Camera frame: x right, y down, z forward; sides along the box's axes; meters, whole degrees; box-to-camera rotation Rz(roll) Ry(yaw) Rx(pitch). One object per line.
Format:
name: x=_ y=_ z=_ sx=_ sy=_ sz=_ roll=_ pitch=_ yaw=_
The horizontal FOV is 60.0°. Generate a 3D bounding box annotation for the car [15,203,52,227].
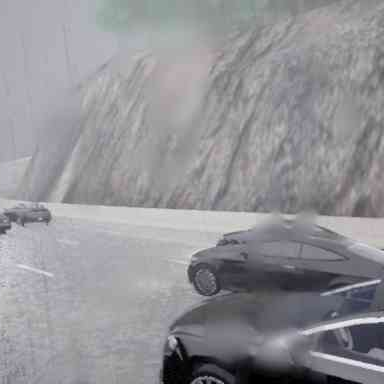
car: x=-11.444 y=1.512 z=22.927 sx=4.902 sy=1.511 sz=2.128 roll=0 pitch=0 yaw=44

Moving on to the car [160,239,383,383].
car: x=1.914 y=1.499 z=2.721 sx=4.902 sy=1.511 sz=2.128 roll=0 pitch=0 yaw=36

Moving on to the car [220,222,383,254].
car: x=2.064 y=1.540 z=6.935 sx=4.674 sy=1.442 sz=1.812 roll=0 pitch=0 yaw=36

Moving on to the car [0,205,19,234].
car: x=-11.783 y=1.560 z=18.386 sx=5.357 sy=1.411 sz=2.033 roll=0 pitch=0 yaw=43

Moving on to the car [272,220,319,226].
car: x=2.886 y=1.585 z=10.710 sx=4.181 sy=1.385 sz=1.994 roll=0 pitch=0 yaw=37
